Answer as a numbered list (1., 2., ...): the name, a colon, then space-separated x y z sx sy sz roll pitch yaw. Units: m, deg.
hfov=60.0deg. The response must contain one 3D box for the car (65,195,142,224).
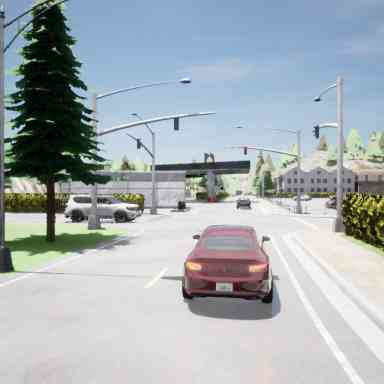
1. car: -6.594 1.221 24.720 5.566 2.045 2.150 0 0 9

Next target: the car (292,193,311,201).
1. car: 25.973 1.077 79.012 3.866 1.878 1.905 0 0 9

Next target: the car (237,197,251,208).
1. car: 7.378 1.491 47.324 2.128 1.511 4.902 0 0 9

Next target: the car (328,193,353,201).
1. car: 33.225 1.097 74.526 4.605 1.855 1.932 0 0 9

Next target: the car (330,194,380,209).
1. car: 19.053 1.340 38.882 4.514 1.523 2.007 0 0 9

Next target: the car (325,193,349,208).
1. car: 19.495 1.330 41.988 5.027 1.636 2.152 0 0 9

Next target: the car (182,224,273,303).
1. car: 0.932 1.526 8.188 1.812 1.442 4.674 0 0 9

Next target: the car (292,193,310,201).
1. car: 24.846 1.361 75.825 3.806 1.475 1.970 0 0 9
